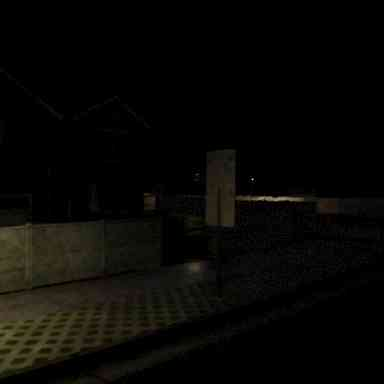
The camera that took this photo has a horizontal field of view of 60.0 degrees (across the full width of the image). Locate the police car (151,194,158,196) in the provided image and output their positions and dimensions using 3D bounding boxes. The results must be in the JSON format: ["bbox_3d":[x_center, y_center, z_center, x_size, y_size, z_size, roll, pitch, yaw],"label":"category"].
[{"bbox_3d":[-5.641,1.103,50.408,5.238,1.638,1.930,1,0,44],"label":"police car"}]
